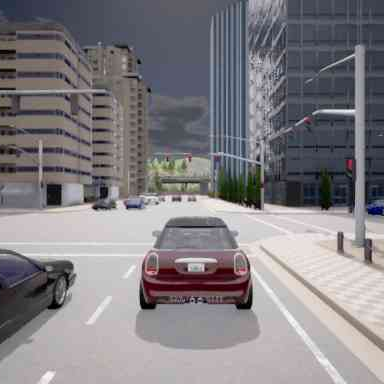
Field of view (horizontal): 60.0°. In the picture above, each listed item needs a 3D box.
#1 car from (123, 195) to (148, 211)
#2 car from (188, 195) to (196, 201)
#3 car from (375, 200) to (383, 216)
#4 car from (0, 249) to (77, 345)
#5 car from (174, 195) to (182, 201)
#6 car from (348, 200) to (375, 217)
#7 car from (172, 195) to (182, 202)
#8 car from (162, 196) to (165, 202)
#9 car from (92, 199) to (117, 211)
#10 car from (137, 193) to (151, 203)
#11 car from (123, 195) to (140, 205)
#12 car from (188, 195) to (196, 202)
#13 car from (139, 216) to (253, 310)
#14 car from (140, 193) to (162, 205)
[{"bbox_3d":[-7.095,1.475,41.828,1.882,1.535,5.008,0,0,0],"label":"car"},{"bbox_3d":[-0.004,1.488,84.353,1.812,1.442,4.674,0,0,0],"label":"car"},{"bbox_3d":[17.712,1.434,26.354,4.902,1.511,2.128,0,0,0],"label":"car"},{"bbox_3d":[-3.434,1.547,4.790,2.033,1.411,5.357,0,0,0],"label":"car"},{"bbox_3d":[-3.504,1.504,84.353,2.033,1.411,5.357,0,0,0],"label":"car"},{"bbox_3d":[16.637,1.420,29.860,5.008,1.535,1.882,0,0,0],"label":"car"},{"bbox_3d":[-3.504,1.465,74.743,1.882,1.535,5.008,0,0,0],"label":"car"},{"bbox_3d":[-7.004,1.535,73.686,2.033,1.411,5.357,0,0,0],"label":"car"},{"bbox_3d":[-10.699,1.545,41.168,2.033,1.411,5.357,0,0,2],"label":"car"},{"bbox_3d":[-10.504,1.220,73.226,2.150,2.045,5.566,0,0,0],"label":"car"},{"bbox_3d":[-10.573,1.347,57.993,2.097,1.767,4.553,0,0,0],"label":"car"},{"bbox_3d":[-0.004,1.542,75.859,1.994,1.385,4.181,0,0,0],"label":"car"},{"bbox_3d":[0.082,1.352,7.988,2.097,1.767,4.553,0,0,0],"label":"car"},{"bbox_3d":[-7.077,1.219,57.895,2.150,2.045,5.566,0,0,0],"label":"car"}]
